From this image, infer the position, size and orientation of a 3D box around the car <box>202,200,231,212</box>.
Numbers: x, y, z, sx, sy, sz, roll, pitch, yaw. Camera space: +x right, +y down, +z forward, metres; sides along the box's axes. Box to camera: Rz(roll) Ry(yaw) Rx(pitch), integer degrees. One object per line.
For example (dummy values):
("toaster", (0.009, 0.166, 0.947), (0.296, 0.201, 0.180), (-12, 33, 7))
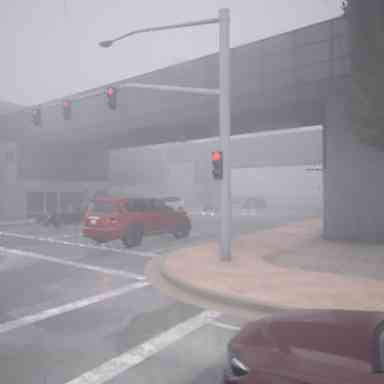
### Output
("car", (3.005, 1.672, 40.030), (1.994, 1.385, 4.181), (0, 0, 36))

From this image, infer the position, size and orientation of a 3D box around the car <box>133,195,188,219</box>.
("car", (-2.883, 1.332, 31.924), (2.150, 2.045, 5.566), (0, 0, 36))

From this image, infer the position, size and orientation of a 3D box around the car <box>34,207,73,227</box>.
("car", (-8.689, 1.714, 23.904), (1.895, 1.301, 4.718), (0, 0, 36))

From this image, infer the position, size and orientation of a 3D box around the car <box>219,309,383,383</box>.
("car", (2.407, 1.521, 2.316), (4.674, 1.442, 1.812), (0, 0, 37))

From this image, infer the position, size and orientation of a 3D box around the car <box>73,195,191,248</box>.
("car", (-2.327, 1.279, 15.430), (2.150, 2.045, 5.566), (-1, -1, 36))

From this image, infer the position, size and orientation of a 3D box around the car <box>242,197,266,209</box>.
("car", (9.008, 1.457, 48.242), (2.097, 1.767, 4.553), (0, 0, 37))
